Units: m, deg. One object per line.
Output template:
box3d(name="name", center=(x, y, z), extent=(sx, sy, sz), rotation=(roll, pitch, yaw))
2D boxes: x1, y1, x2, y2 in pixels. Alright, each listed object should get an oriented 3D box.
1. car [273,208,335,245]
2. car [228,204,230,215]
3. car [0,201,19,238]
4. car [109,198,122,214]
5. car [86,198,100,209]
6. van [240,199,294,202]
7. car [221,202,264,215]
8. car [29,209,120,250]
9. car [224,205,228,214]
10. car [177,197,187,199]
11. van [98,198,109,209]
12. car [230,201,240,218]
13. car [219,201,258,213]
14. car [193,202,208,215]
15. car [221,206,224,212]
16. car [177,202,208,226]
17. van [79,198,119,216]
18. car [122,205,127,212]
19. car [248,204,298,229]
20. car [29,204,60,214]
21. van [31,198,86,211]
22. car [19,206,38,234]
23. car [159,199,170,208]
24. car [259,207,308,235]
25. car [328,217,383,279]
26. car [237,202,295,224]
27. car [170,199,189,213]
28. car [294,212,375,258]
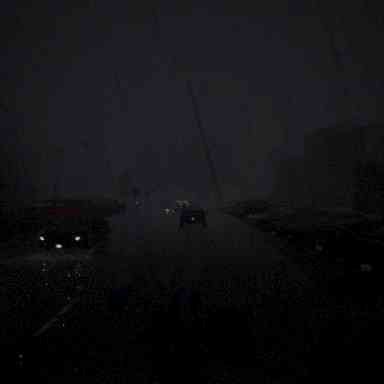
box3d(name="car", center=(6.400, 1.633, 14.596), extent=(5.008, 1.535, 2.097), rotation=(1, 0, -20))
box3d(name="car", center=(6.255, 1.712, 32.228), extent=(4.553, 1.767, 2.185), rotation=(1, -1, -20))
box3d(name="car", center=(-11.392, 1.426, 15.259), extent=(5.566, 2.045, 2.435), rotation=(-1, 0, -19))
box3d(name="car", center=(-10.915, 1.676, 36.318), extent=(5.566, 2.045, 2.435), rotation=(-1, -1, -18))
box3d(name="car", center=(-11.056, 1.730, 30.311), extent=(4.553, 1.767, 2.185), rotation=(-1, 0, -19))
box3d(name="van", center=(6.443, 1.545, 26.385), extent=(4.442, 1.987, 1.878), rotation=(1, -1, -20))
box3d(name="car", center=(6.174, 1.969, 41.070), extent=(4.792, 1.488, 2.163), rotation=(1, 0, -21))
box3d(name="car", center=(-5.095, 1.723, 15.387), extent=(2.033, 1.411, 5.357), rotation=(0, -1, 0))
box3d(name="car", center=(6.284, 1.902, 35.196), extent=(4.792, 1.488, 2.163), rotation=(1, -1, -20))
box3d(name="car", center=(-1.659, 1.819, 55.642), extent=(2.150, 2.045, 5.566), rotation=(0, 0, -1))
box3d(name="van", center=(-10.905, 1.665, 33.347), extent=(4.442, 1.987, 1.878), rotation=(-1, -1, -19))
box3d(name="car", center=(6.315, 1.803, 29.283), extent=(5.008, 1.535, 2.097), rotation=(1, 0, -20))
box3d(name="car", center=(6.172, 2.015, 44.033), extent=(4.674, 1.452, 2.002), rotation=(1, 0, -21))
box3d(name="car", center=(1.017, 2.011, 42.079), extent=(1.812, 1.442, 4.674), rotation=(0, -1, 0))
box3d(name="car", center=(6.202, 1.780, 38.128), extent=(4.553, 1.767, 2.185), rotation=(1, -1, -21))
box3d(name="car", center=(0.100, 1.773, 25.831), extent=(1.882, 1.535, 5.008), rotation=(0, -1, 1))
box3d(name="van", center=(-10.977, 1.739, 39.262), extent=(4.442, 1.987, 1.878), rotation=(-1, 0, -18))
box3d(name="car", center=(-10.786, 1.999, 42.296), extent=(5.008, 1.535, 2.097), rotation=(-1, 0, -19))
box3d(name="car", center=(6.374, 1.701, 20.468), extent=(5.008, 1.535, 2.097), rotation=(1, 0, -20))
box3d(name="car", center=(-11.284, 1.750, 21.291), extent=(4.892, 1.521, 2.231), rotation=(-1, -1, -19))
box3d(name="van", center=(-11.267, 1.596, 27.260), extent=(4.442, 1.987, 1.878), rotation=(-1, 0, -19))
box3d(name="car", center=(-11.348, 1.742, 18.271), extent=(4.792, 1.488, 2.163), rotation=(-1, 0, -19))
box3d(name="car", center=(-4.798, 2.071, 59.585), extent=(2.128, 1.511, 4.902), rotation=(0, 1, 0))
box3d(name="car", center=(6.352, 1.696, 17.523), extent=(4.792, 1.488, 2.163), rotation=(1, 0, -20))
box3d(name="car", center=(6.401, 1.566, 8.729), extent=(4.892, 1.521, 2.231), rotation=(1, -1, -20))
box3d(name="car", center=(6.175, 1.729, 23.340), extent=(5.366, 1.575, 1.946), rotation=(1, 0, -20))
box3d(name="car", center=(-1.521, 2.077, 45.609), extent=(2.033, 1.411, 5.357), rotation=(0, -1, -1))
box3d(name="car", center=(6.397, 1.600, 11.662), extent=(4.892, 1.521, 2.231), rotation=(1, -1, -20))
